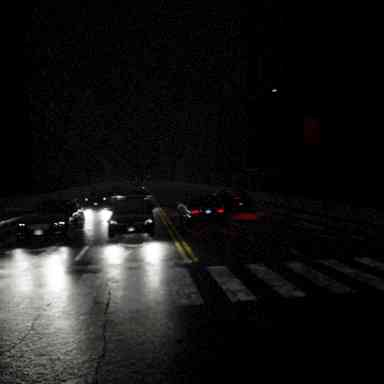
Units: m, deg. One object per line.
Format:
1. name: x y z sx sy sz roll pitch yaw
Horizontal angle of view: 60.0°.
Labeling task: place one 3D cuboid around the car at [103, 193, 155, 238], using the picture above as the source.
1. car: -2.642 1.037 14.778 1.812 1.442 4.674 -1 3 -9

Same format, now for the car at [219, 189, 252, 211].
1. car: 2.737 0.505 23.674 1.882 1.535 5.008 -1 3 -9

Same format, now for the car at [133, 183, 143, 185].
1. car: -7.885 -0.541 48.748 2.097 1.767 4.553 -1 3 -9

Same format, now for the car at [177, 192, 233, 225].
1. car: 0.359 0.872 17.902 2.033 1.411 5.357 -1 2 -9

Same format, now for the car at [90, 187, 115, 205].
1. car: -8.215 0.573 29.340 1.895 1.301 4.718 -1 3 -9

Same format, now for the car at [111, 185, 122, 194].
1. car: -11.086 -0.234 48.227 2.033 1.411 5.357 -1 3 -9

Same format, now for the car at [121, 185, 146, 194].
1. car: -4.818 0.447 28.648 1.837 1.490 4.892 -1 3 -9

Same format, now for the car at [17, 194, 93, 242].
1. car: -5.845 1.084 14.231 2.128 1.511 4.902 -1 2 -9
